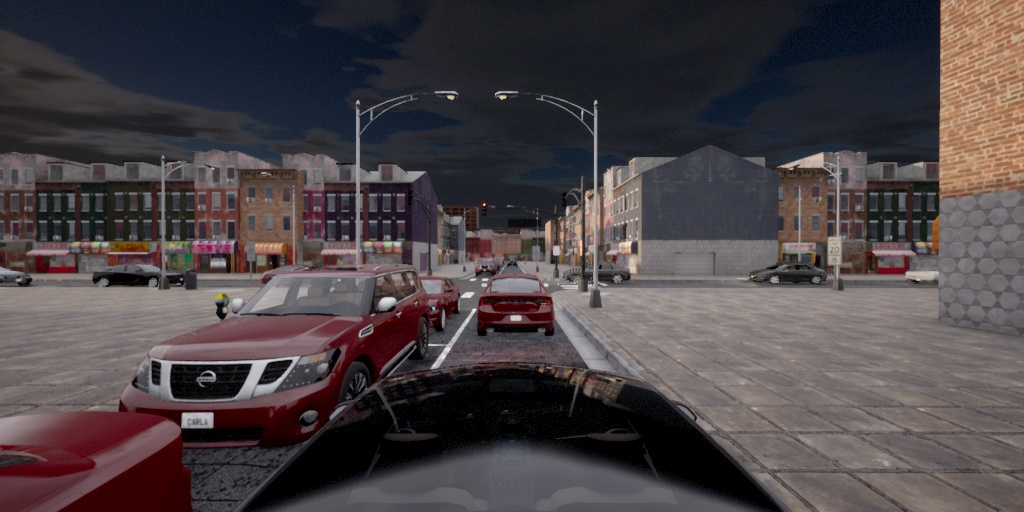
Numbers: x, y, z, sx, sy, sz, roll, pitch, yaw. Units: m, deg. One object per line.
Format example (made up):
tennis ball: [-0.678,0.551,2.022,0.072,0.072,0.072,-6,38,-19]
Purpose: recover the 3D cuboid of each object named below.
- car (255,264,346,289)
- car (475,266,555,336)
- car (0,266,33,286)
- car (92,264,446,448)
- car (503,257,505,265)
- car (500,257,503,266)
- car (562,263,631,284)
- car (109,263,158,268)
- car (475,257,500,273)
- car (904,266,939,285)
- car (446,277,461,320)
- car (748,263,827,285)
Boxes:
car: [-13.352,1.275,22.860,4.674,1.442,1.812,0,0,-1]
car: [0.091,1.226,10.427,1.882,1.535,5.008,0,0,0]
car: [-33.730,1.264,22.849,4.674,1.442,1.812,0,0,0]
car: [-2.641,1.063,5.529,2.192,1.841,5.009,0,0,0]
car: [-2.675,1.329,64.506,2.007,1.370,4.403,0,0,0]
car: [-2.666,1.075,48.226,2.192,1.841,5.009,0,0,0]
car: [6.137,1.249,26.238,4.892,1.490,1.837,0,1,6]
car: [-23.524,1.218,22.835,5.008,1.535,1.882,0,0,0]
car: [-2.659,1.068,37.372,2.192,1.841,5.009,0,0,0]
car: [31.361,1.387,25.717,4.718,1.301,1.895,0,0,0]
car: [-2.644,1.293,10.963,1.888,1.381,4.507,0,0,0]
car: [19.692,1.273,25.734,4.892,1.490,1.837,1,0,0]
